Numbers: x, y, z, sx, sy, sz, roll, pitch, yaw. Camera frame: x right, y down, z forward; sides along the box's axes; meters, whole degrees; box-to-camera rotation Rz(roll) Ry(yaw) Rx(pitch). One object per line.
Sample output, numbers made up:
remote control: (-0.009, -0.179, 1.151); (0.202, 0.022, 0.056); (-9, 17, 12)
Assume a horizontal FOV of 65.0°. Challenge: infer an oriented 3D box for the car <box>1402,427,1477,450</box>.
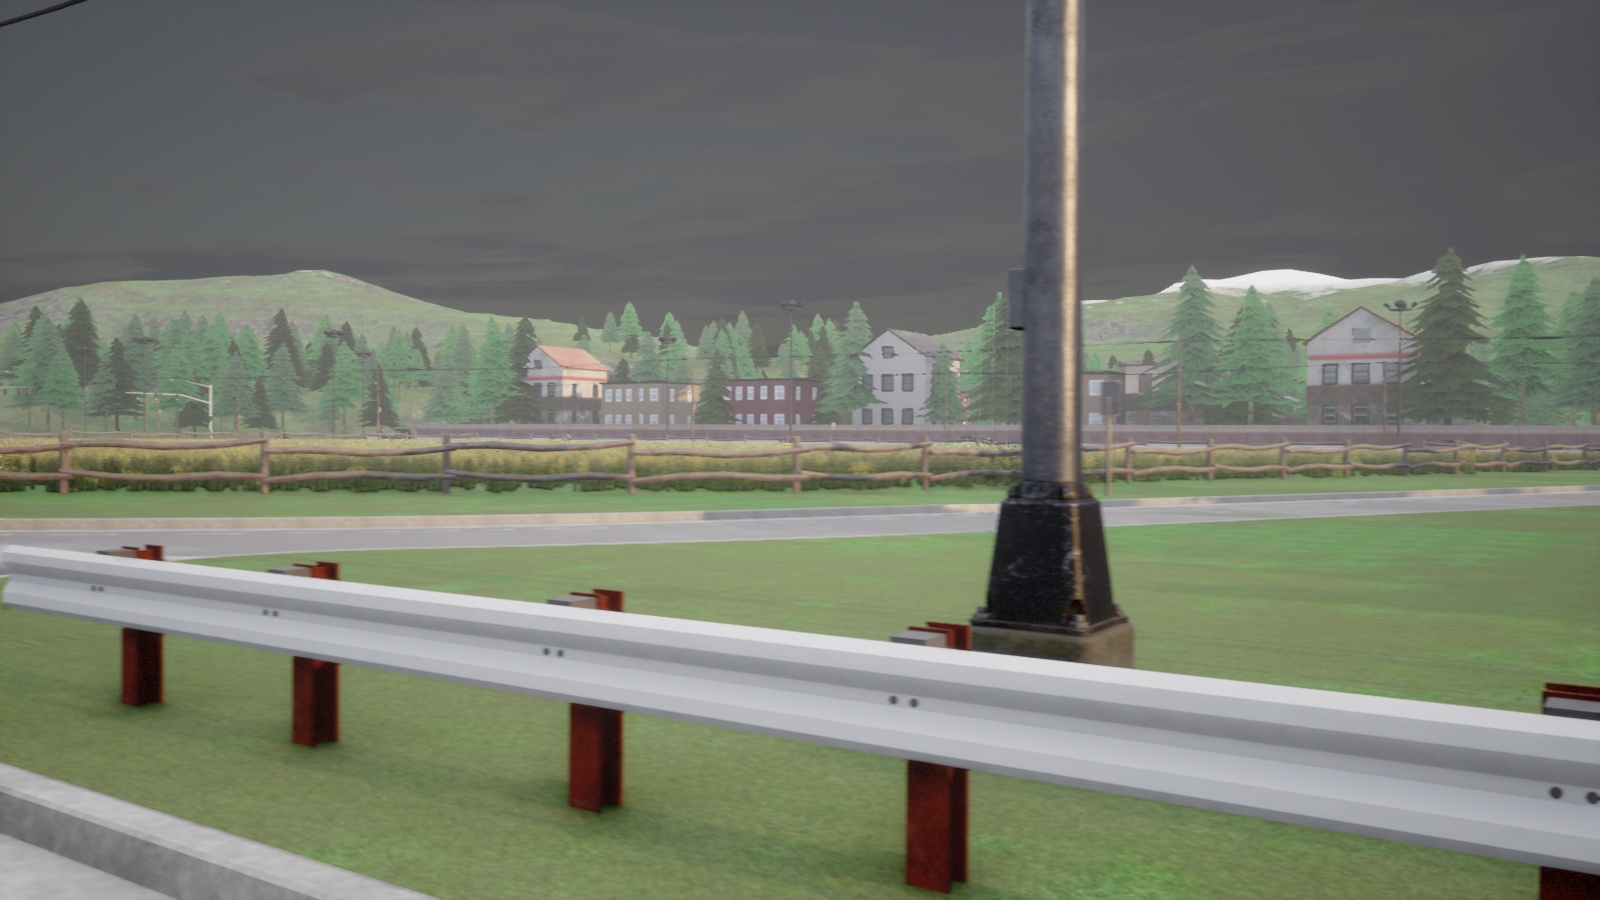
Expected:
car: (42.192, -0.740, 82.841); (4.193, 1.474, 1.816); (0, 1, 34)
